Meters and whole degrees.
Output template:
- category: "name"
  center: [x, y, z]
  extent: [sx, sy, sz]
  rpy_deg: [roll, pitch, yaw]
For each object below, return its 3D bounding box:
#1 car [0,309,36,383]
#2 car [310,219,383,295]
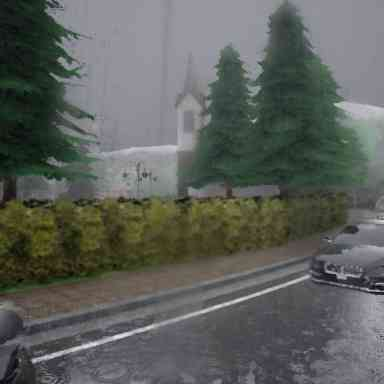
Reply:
- category: "car"
  center: [-3.489, 1.530, 1.671]
  extent: [4.892, 1.490, 1.837]
  rpy_deg: [0, -1, -37]
- category: "car"
  center: [4.808, 1.517, 8.618]
  extent: [1.837, 1.490, 4.892]
  rpy_deg: [0, 0, 45]
